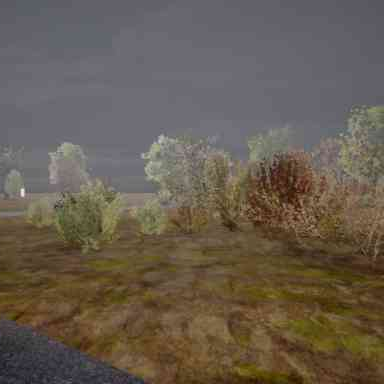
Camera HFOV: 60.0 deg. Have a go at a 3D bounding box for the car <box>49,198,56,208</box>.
[{"bbox_3d":[-16.486,1.507,40.873,2.128,1.511,4.902,0,0,37],"label":"car"}]

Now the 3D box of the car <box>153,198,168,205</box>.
[{"bbox_3d":[-5.738,1.591,54.614,1.994,1.385,4.181,0,0,39],"label":"car"}]
